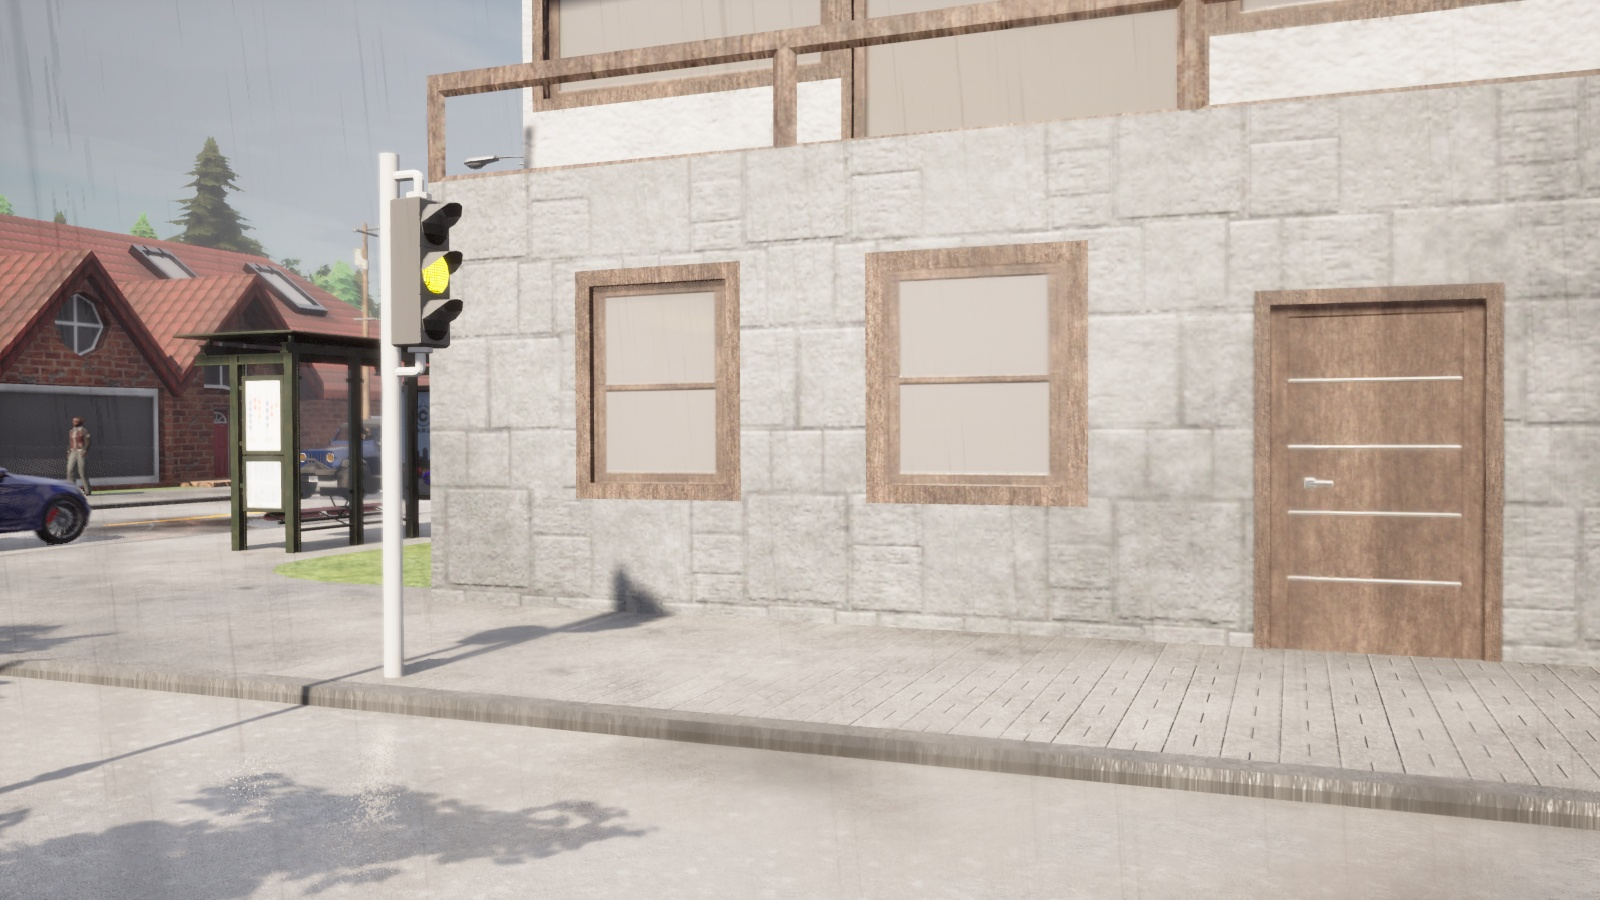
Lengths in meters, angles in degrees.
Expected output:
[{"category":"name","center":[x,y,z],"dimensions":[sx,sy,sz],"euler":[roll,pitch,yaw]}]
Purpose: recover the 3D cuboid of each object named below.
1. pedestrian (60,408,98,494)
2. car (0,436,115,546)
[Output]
[{"category":"pedestrian","center":[-16.491,0.015,28.714],"dimensions":[0.402,1.930,0.666],"euler":[0,1,13]},{"category":"car","center":[-11.571,0.546,16.443],"dimensions":[1.812,1.442,4.674],"euler":[0,1,15]}]
